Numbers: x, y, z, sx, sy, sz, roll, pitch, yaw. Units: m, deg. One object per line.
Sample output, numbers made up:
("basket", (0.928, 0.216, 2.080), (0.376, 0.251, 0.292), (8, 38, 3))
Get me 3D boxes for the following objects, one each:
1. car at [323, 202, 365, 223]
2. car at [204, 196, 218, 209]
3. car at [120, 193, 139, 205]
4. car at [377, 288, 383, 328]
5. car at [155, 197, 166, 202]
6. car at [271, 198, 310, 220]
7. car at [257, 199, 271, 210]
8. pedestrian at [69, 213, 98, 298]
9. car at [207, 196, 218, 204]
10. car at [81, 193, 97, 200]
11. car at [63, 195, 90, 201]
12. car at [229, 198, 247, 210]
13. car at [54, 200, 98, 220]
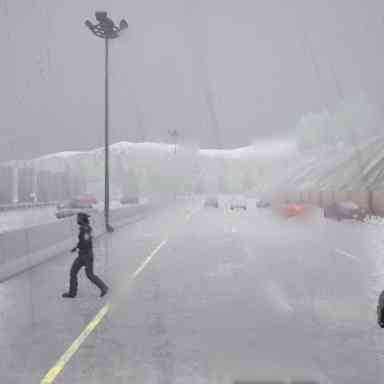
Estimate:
("car", (11.710, 1.525, 25.828), (1.812, 1.442, 4.674), (0, 0, 4))
("car", (2.741, 1.601, 46.322), (1.895, 1.301, 4.718), (0, 0, 4))
("car", (-10.678, 1.224, 57.405), (2.150, 2.045, 5.566), (0, 0, 4))
("car", (3.695, 1.507, 3.068), (1.837, 1.490, 4.892), (0, 1, 1))
("car", (-6.446, 1.596, 68.294), (1.895, 1.301, 4.718), (0, 0, 3))
("car", (8.384, 1.353, 28.161), (2.097, 1.767, 4.553), (0, 0, 3))
("car", (9.512, 1.601, 43.141), (1.895, 1.301, 4.718), (0, 0, 5))
("pedestrian", (-2.266, 1.294, 6.946), (0.375, 1.860, 0.375), (0, 0, 2))
("car", (3.951, 1.547, 64.213), (2.033, 1.411, 5.357), (0, 0, 4))
("car", (-17.777, 1.224, 56.144), (2.150, 2.045, 5.566), (0, 0, 4))
("car", (-15.334, 1.491, 42.275), (2.128, 1.511, 4.902), (0, 0, 4))
("car", (6.043, 1.526, 43.659), (1.812, 1.442, 4.674), (0, 0, 4))
("car", (-9.426, 1.601, 27.432), (1.895, 1.301, 4.718), (0, 0, 4))
